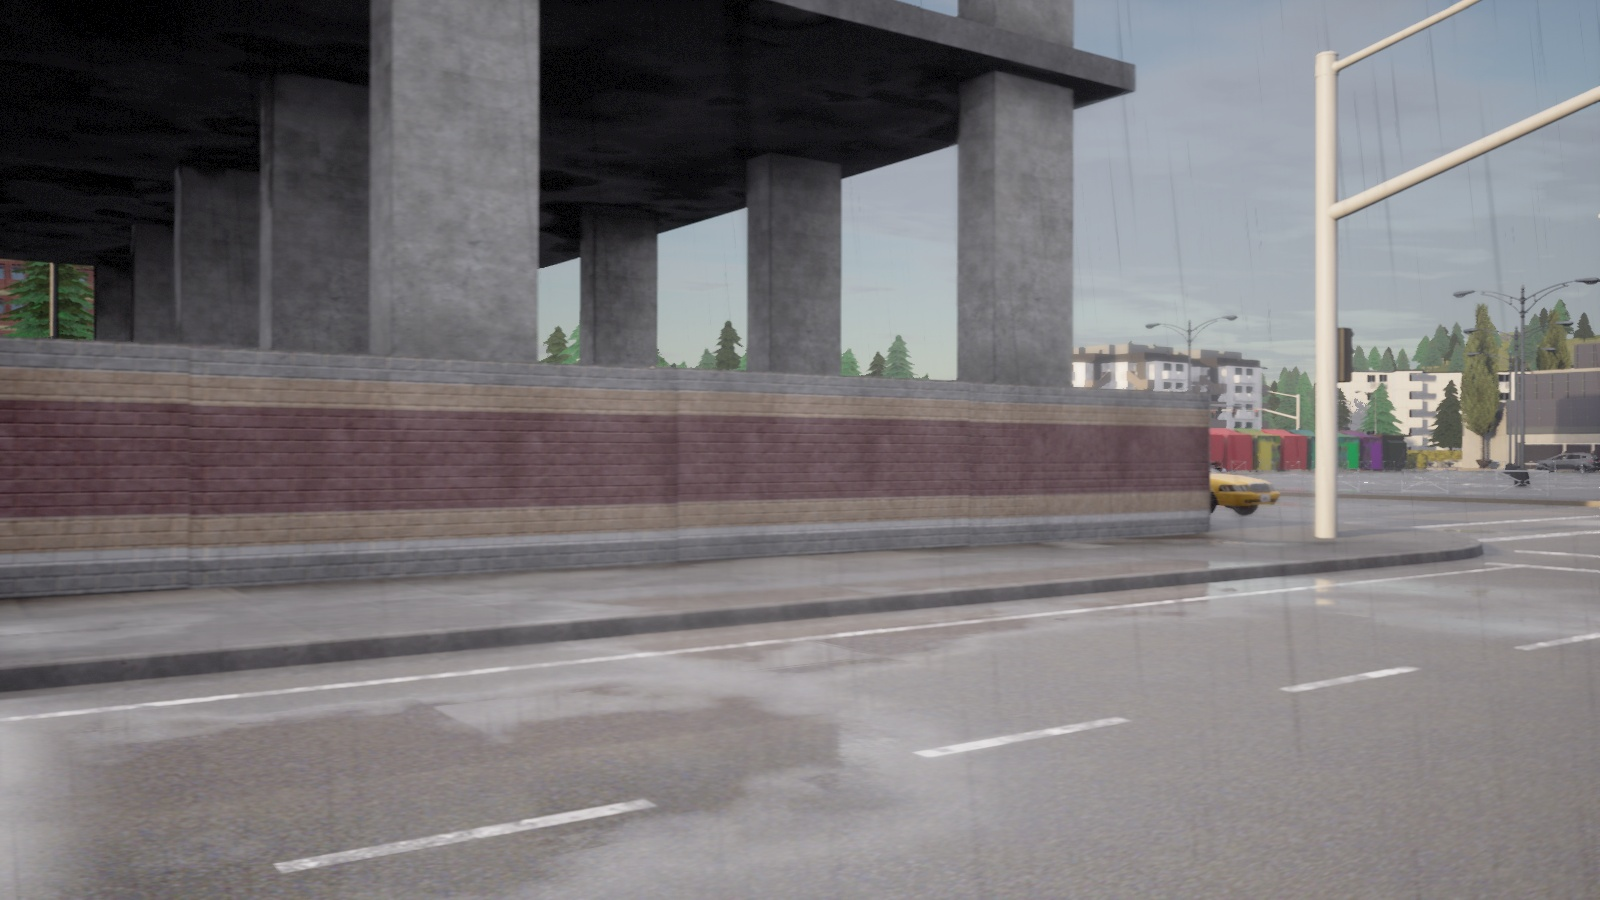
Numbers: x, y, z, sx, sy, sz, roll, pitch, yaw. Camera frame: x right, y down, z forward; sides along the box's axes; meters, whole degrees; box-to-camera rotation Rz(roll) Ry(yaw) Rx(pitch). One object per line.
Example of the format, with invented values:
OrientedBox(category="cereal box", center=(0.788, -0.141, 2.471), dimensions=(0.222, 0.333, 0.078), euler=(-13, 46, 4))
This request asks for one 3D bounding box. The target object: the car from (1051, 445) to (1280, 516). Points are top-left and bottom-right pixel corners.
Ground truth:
OrientedBox(category="car", center=(8.697, 0.684, 30.383), dimensions=(1.801, 1.575, 5.366), euler=(0, 0, -35))
